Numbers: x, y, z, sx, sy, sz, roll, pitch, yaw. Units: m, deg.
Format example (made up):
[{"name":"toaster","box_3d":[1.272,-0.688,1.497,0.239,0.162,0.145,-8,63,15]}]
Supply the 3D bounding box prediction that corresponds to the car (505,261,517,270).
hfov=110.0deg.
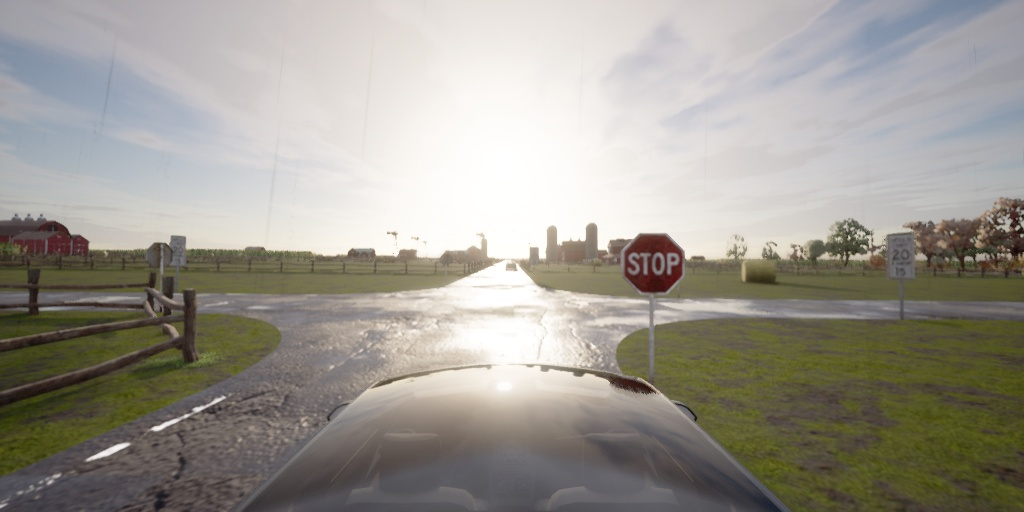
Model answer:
[{"name":"car","box_3d":[-0.141,1.595,60.321,2.128,1.511,4.902,0,0,0]}]
